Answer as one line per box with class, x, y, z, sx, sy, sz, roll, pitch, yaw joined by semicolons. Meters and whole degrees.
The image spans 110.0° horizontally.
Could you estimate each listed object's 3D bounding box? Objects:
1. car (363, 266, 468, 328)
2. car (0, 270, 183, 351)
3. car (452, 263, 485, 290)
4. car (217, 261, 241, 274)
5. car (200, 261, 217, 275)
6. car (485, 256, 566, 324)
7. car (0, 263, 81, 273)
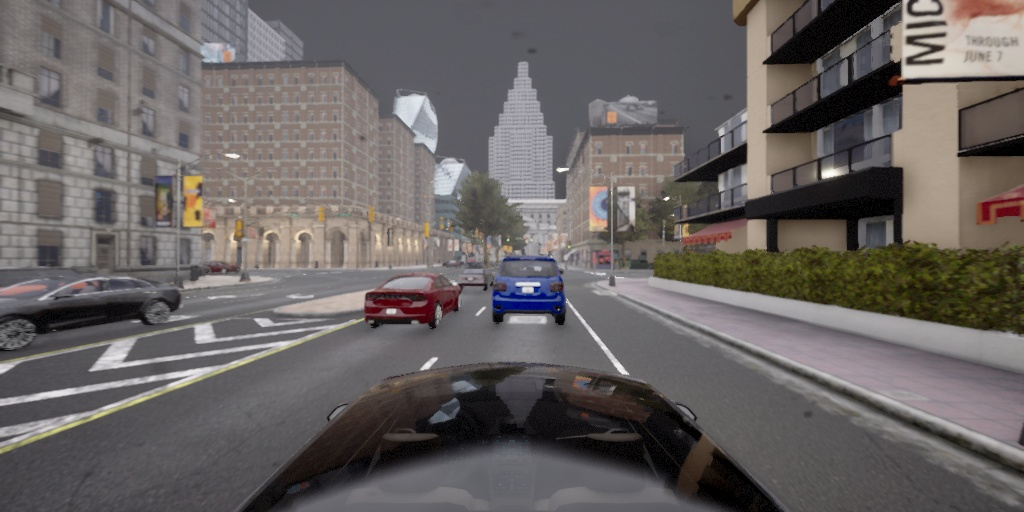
car;-2.919;1.264;11.576;1.882;1.535;5.008;0;0;3
car;-11.254;1.246;9.069;2.128;1.511;4.902;0;0;3
car;-2.267;1.387;23.167;2.033;1.411;5.357;0;0;3
car;-34.946;1.320;42.593;5.008;1.535;1.882;0;0;3
car;-35.611;1.331;39.120;4.892;1.490;1.837;0;0;3
car;0.614;1.019;12.335;2.150;2.045;5.566;0;0;4
car;-14.704;1.101;9.996;2.097;1.767;4.553;0;0;3
